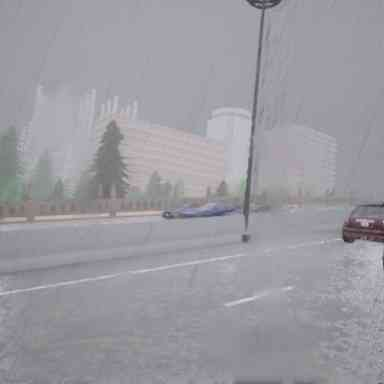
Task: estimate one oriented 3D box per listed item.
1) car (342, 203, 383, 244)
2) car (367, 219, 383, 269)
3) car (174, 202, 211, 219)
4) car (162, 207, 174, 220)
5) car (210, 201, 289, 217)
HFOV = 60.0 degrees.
[{"bbox_3d":[8.373,1.242,14.021,4.553,1.767,2.097,0,0,-36],"label":"car"},{"bbox_3d":[6.632,1.450,8.479,4.674,1.442,1.812,-1,0,-36],"label":"car"},{"bbox_3d":[1.554,1.374,22.299,5.008,1.535,1.882,-1,0,-35],"label":"car"},{"bbox_3d":[-0.163,1.457,25.373,4.181,1.385,1.994,-1,0,-36],"label":"car"},{"bbox_3d":[3.696,1.399,19.526,4.892,1.490,1.837,-1,0,-35],"label":"car"}]
